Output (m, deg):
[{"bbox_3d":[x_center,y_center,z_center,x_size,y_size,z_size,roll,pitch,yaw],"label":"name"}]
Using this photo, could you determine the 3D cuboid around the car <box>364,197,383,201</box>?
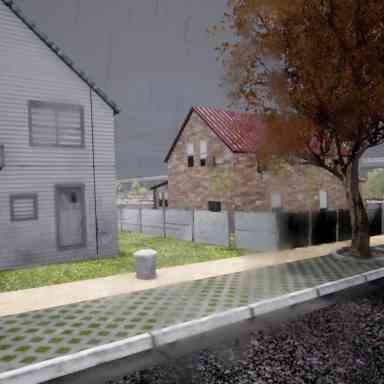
[{"bbox_3d":[28.553,1.707,53.389,2.097,1.767,4.553,-2,0,1],"label":"car"}]

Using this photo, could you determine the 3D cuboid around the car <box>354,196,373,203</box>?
[{"bbox_3d":[38.570,1.679,74.954,1.895,1.301,4.718,-2,0,0],"label":"car"}]

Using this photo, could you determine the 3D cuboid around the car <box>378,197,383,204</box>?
[{"bbox_3d":[38.481,1.629,64.911,1.812,1.442,4.674,-2,0,0],"label":"car"}]

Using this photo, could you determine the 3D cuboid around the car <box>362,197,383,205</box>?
[{"bbox_3d":[35.232,1.745,64.807,1.812,1.442,4.674,-2,0,0],"label":"car"}]
